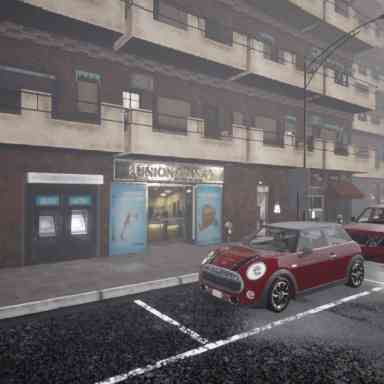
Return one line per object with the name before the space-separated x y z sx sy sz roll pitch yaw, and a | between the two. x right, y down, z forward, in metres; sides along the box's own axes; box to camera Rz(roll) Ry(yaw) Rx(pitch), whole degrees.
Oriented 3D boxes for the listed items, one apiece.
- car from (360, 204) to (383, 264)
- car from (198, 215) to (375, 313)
car | 6.607 1.321 10.827 5.009 1.841 2.192 0 0 -36
car | 2.105 1.442 7.605 4.097 1.590 1.967 0 0 -36
